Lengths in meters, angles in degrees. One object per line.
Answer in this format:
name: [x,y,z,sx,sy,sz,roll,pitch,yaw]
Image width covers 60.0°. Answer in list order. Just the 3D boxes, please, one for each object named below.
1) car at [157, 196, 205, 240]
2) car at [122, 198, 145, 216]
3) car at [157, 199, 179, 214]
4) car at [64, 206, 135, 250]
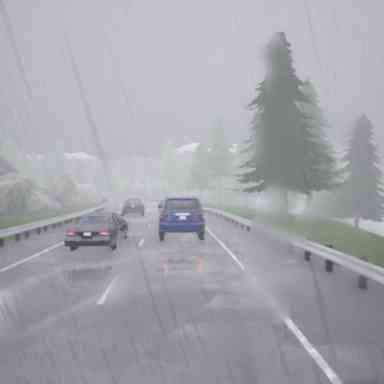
car: [-0.607,1.224,17.344,2.150,2.045,5.566,0,0,-4]
car: [-5.818,1.364,33.221,2.097,1.767,4.553,0,0,-8]
car: [-2.782,1.555,36.909,2.033,1.411,5.357,0,0,-9]
car: [-3.905,1.555,14.400,2.033,1.411,5.357,0,0,-4]
